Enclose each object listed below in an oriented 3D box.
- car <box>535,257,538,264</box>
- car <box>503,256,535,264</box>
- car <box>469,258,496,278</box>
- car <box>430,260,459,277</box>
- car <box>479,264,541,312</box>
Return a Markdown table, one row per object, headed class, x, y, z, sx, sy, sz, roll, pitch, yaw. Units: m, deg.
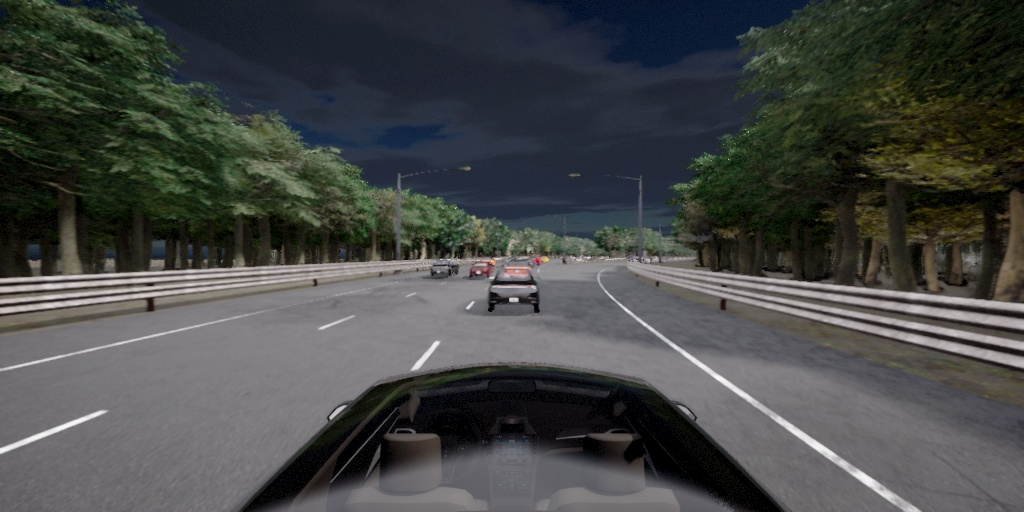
| class | x | y | z | sx | sy | sz | roll | pitch | yaw |
| --- | --- | --- | --- | --- | --- | --- | --- | --- | --- |
| car | 2.642 | 1.184 | 56.666 | 2.033 | 1.411 | 5.357 | 0 | 0 | 6 |
| car | 0.448 | 1.074 | 27.388 | 2.097 | 1.767 | 4.553 | 0 | 0 | 2 |
| car | -2.715 | 1.222 | 32.966 | 1.812 | 1.442 | 4.674 | 0 | 0 | 3 |
| car | -6.207 | 1.158 | 33.556 | 2.128 | 1.511 | 4.902 | 1 | 0 | 3 |
| car | 0.089 | 1.236 | 14.286 | 2.128 | 1.511 | 4.902 | 0 | 0 | 1 |
